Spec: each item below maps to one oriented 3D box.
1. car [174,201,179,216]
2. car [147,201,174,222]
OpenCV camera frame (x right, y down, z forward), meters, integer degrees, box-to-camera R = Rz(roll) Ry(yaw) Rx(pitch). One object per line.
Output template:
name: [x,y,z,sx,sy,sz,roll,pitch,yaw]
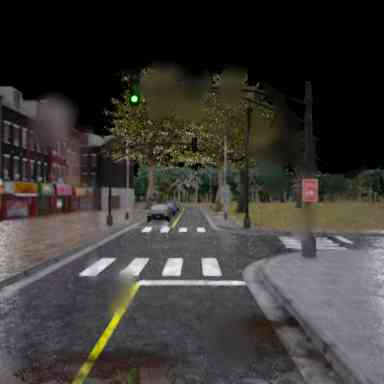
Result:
car: [-2.850,1.928,39.436,1.882,1.535,5.008,0,-1,0]
car: [-2.859,1.807,29.841,1.882,1.535,5.008,0,-1,-1]
